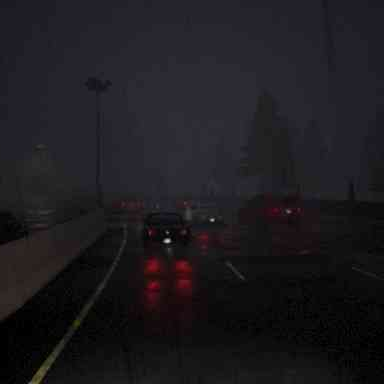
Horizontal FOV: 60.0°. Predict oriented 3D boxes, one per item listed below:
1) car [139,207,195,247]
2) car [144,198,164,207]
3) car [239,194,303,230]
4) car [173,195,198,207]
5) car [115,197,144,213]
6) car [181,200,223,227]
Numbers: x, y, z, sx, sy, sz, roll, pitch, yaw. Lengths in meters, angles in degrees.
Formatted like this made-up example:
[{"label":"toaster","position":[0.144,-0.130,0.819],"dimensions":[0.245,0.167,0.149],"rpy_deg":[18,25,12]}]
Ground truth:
[{"label":"car","position":[-1.295,1.572,14.952],"dimensions":[1.895,1.301,4.718],"rpy_deg":[0,0,-9]},{"label":"car","position":[-4.755,1.453,39.685],"dimensions":[1.812,1.442,4.674],"rpy_deg":[0,0,-22]},{"label":"car","position":[4.737,1.168,20.707],"dimensions":[2.150,2.045,5.566],"rpy_deg":[0,0,-11]},{"label":"car","position":[-0.680,1.273,38.847],"dimensions":[2.097,1.767,4.553],"rpy_deg":[0,0,-21]},{"label":"car","position":[-6.924,1.292,35.628],"dimensions":[2.097,1.767,4.553],"rpy_deg":[0,0,-21]},{"label":"car","position":[0.744,1.477,22.576],"dimensions":[1.812,1.442,4.674],"rpy_deg":[0,0,-12]}]
